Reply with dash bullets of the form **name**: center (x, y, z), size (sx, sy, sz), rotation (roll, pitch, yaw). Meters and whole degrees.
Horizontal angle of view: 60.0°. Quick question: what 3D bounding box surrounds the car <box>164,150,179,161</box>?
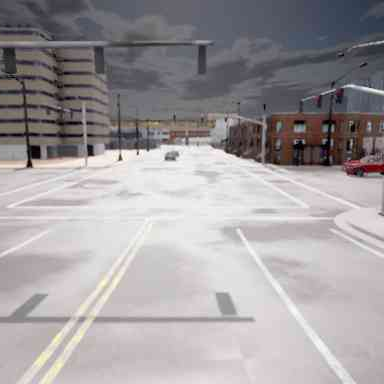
- **car**: center (-3.633, -6.020, 55.981), size (1.837, 1.490, 4.892), rotation (0, 9, 0)

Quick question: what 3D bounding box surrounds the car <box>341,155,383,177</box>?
- **car**: center (17.432, -2.546, 31.954), size (5.566, 2.045, 2.150), rotation (0, 9, 0)
